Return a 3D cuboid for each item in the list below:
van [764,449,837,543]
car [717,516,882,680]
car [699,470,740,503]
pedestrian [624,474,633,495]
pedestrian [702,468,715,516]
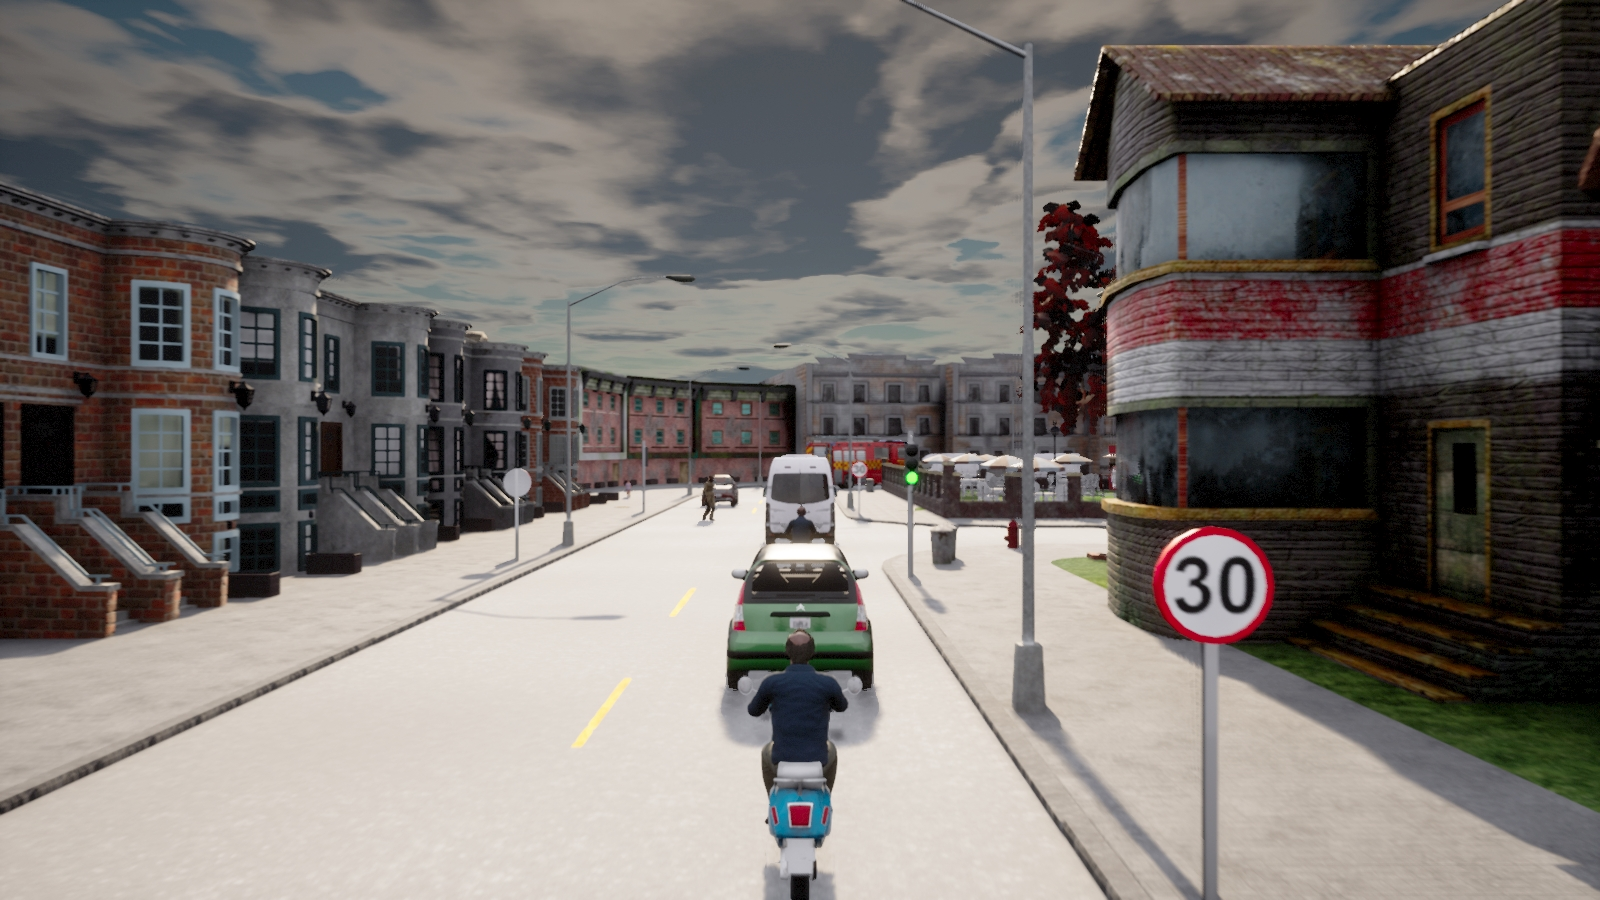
[{"bbox_3d":[-0.003,1.310,34.011,1.988,2.561,5.915,0,-1,0],"label":"van"},{"bbox_3d":[-0.001,1.779,14.833,1.851,1.617,3.988,0,0,0],"label":"car"},{"bbox_3d":[-4.010,1.807,57.597,1.789,1.549,3.705,0,0,0],"label":"car"},{"bbox_3d":[-9.472,1.907,63.173,0.500,1.100,0.500,0,0,-10],"label":"pedestrian"},{"bbox_3d":[-3.566,1.630,44.560,0.375,1.860,0.375,0,0,44],"label":"pedestrian"}]
